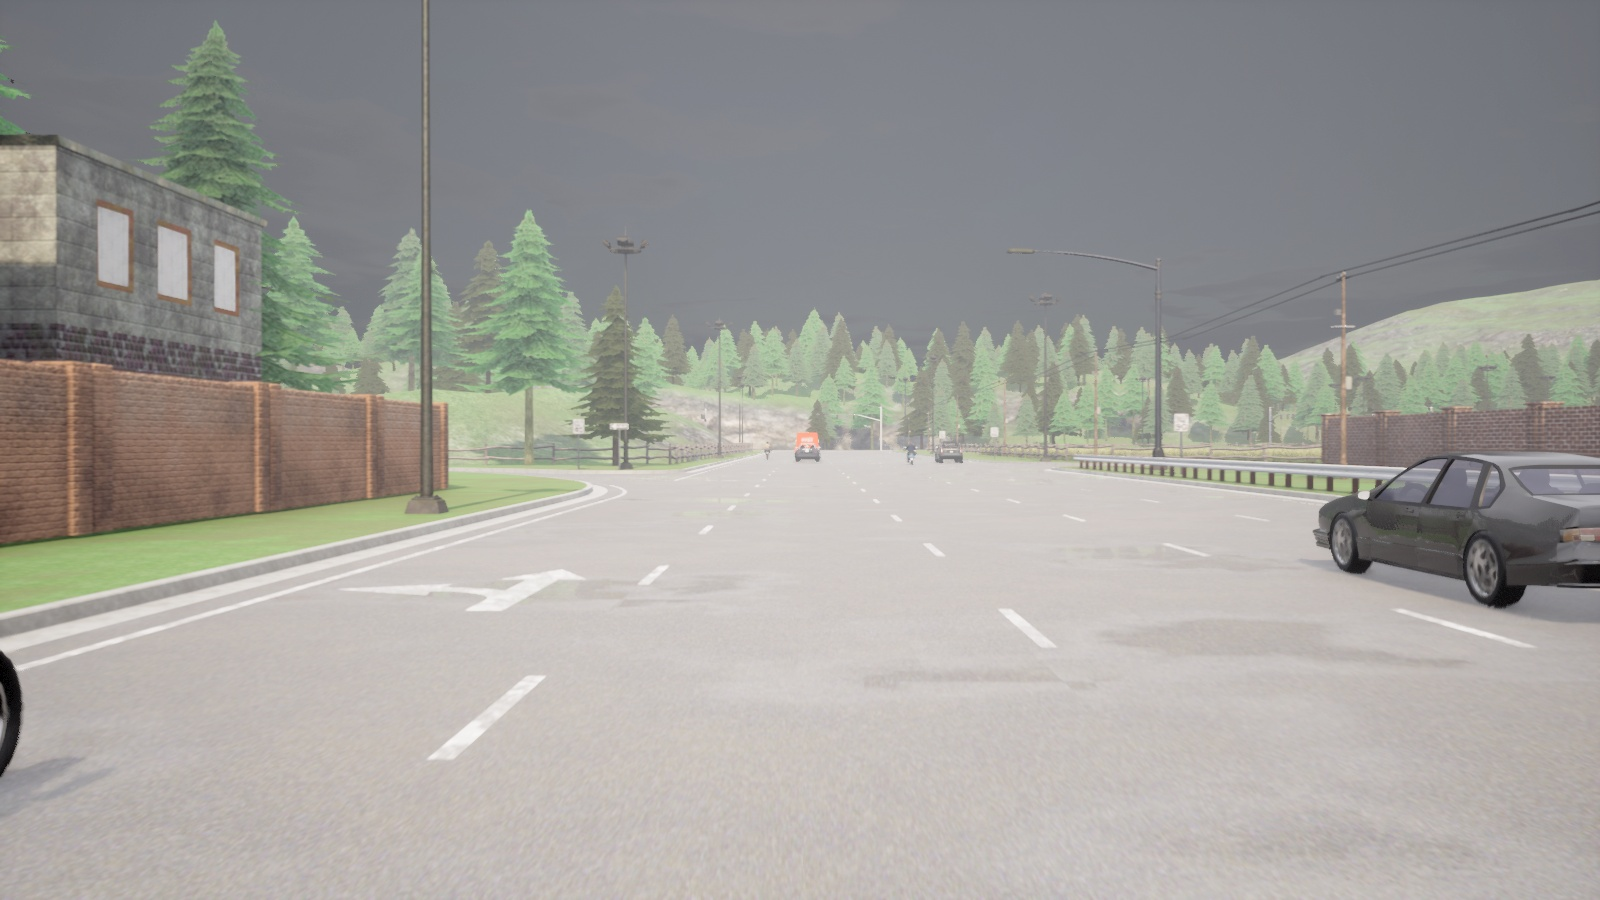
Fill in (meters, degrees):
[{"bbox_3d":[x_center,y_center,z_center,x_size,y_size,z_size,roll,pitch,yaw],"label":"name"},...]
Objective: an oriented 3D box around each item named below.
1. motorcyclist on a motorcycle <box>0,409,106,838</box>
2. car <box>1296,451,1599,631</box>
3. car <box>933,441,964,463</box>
[{"bbox_3d":[-3.460,0.669,4.379,0.766,1.649,2.350,0,0,0],"label":"motorcyclist on a motorcycle"},{"bbox_3d":[7.087,0.728,12.713,2.033,1.411,5.357,0,0,0],"label":"car"},{"bbox_3d":[11.042,0.127,93.429,1.851,1.617,3.988,0,0,0],"label":"car"}]
